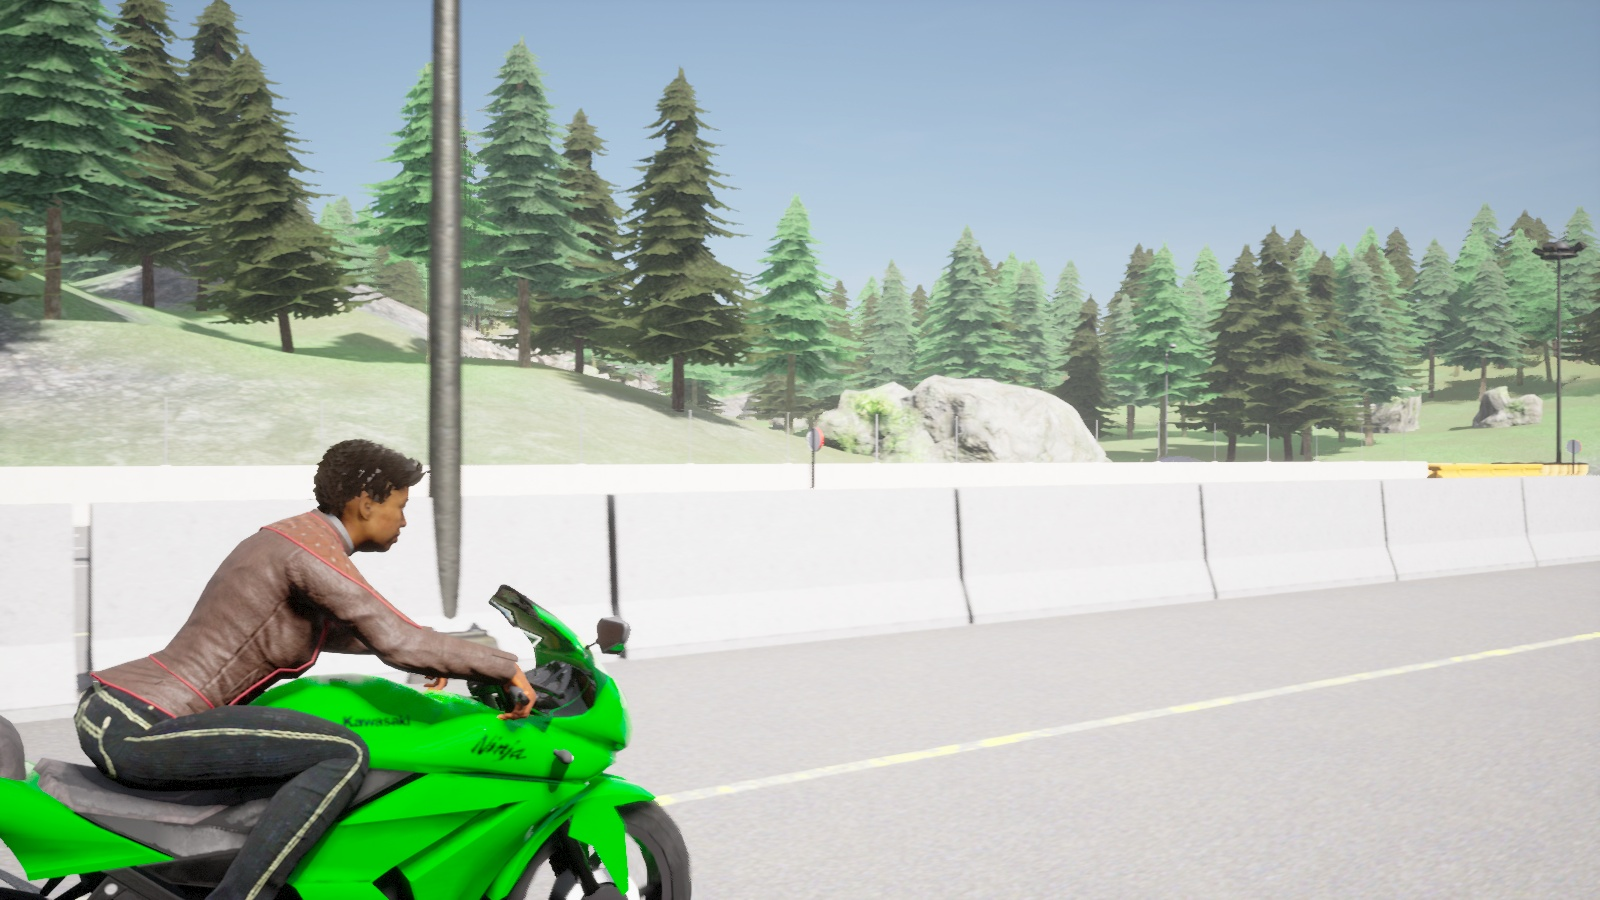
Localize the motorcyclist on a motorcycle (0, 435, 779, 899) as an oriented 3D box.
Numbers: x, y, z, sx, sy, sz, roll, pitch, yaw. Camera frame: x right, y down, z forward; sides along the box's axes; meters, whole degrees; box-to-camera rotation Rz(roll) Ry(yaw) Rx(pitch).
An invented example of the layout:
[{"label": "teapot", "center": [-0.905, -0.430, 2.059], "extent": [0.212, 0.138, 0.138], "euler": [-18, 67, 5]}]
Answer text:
[{"label": "motorcyclist on a motorcycle", "center": [-1.120, 0.736, 2.879], "extent": [2.044, 1.523, 0.797], "euler": [0, 0, -35]}]

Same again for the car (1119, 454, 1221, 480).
[{"label": "car", "center": [20.472, 0.919, 69.589], "extent": [5.357, 1.411, 2.033], "euler": [0, 0, 17]}]
